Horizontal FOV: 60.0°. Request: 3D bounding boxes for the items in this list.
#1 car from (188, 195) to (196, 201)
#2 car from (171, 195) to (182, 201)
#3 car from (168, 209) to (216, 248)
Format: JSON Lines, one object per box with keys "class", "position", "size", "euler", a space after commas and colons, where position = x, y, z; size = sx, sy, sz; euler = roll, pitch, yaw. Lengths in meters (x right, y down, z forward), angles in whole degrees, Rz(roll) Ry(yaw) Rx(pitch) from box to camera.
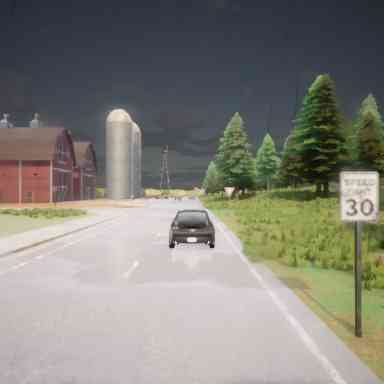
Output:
{"class": "car", "position": [0.000, 1.385, 80.127], "size": [2.033, 1.411, 5.357], "euler": [0, 0, 0]}
{"class": "car", "position": [-3.500, 1.510, 81.769], "size": [1.812, 1.442, 4.674], "euler": [0, 0, 0]}
{"class": "car", "position": [0.000, 1.513, 14.650], "size": [1.837, 1.490, 4.892], "euler": [0, 0, 0]}
